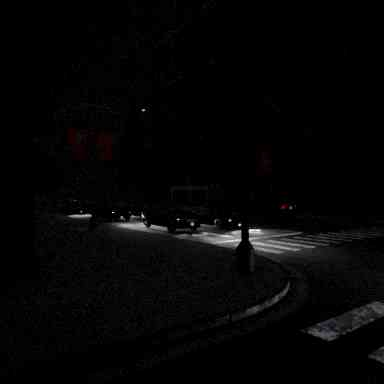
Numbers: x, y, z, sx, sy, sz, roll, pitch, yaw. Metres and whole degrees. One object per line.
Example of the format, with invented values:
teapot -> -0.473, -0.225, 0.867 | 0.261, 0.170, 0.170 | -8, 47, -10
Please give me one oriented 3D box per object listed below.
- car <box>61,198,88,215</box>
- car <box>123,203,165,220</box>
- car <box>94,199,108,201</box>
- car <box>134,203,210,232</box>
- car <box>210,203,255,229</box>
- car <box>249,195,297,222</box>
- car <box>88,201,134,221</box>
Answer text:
car -> -13.038, 1.680, 36.832 | 2.033, 1.411, 5.357 | 0, 0, -35
car -> -4.465, 1.701, 30.455 | 1.895, 1.301, 4.718 | 0, 0, -36
car -> -10.537, 1.632, 38.921 | 2.128, 1.511, 4.902 | 0, 0, -36
car -> -1.410, 1.548, 20.646 | 2.128, 1.511, 4.902 | 0, 0, -36
car -> 1.430, 1.609, 22.323 | 2.033, 1.411, 5.357 | 0, 0, -33
car -> 5.948, 1.303, 27.461 | 2.150, 2.045, 5.566 | 0, 0, -36
car -> -6.857, 1.693, 28.221 | 1.895, 1.301, 4.718 | 0, 0, -36
